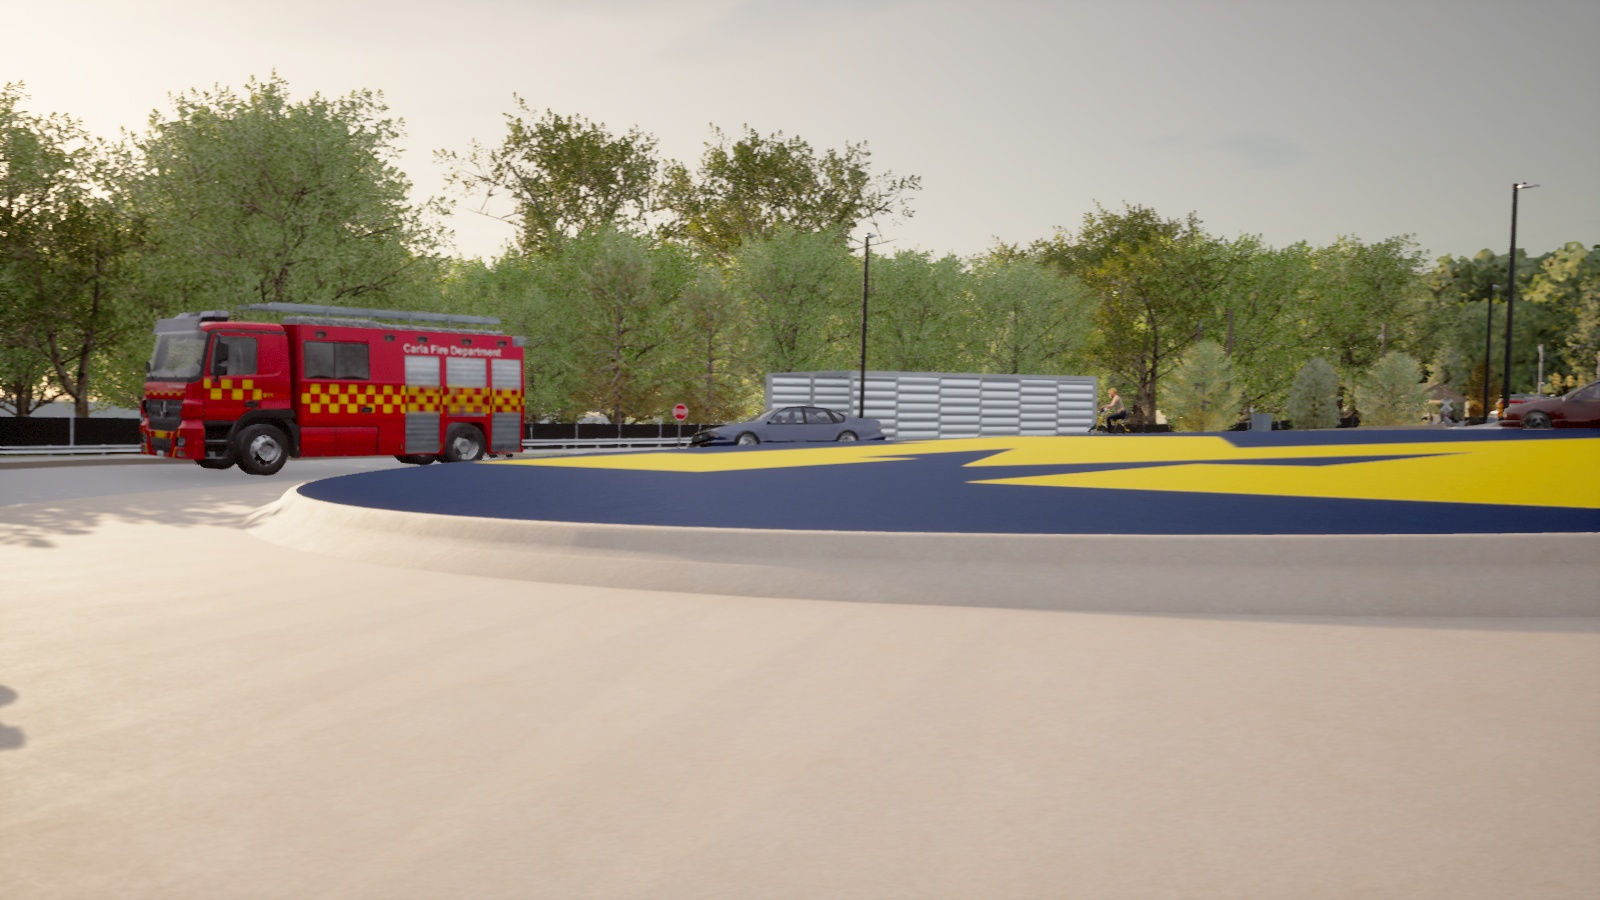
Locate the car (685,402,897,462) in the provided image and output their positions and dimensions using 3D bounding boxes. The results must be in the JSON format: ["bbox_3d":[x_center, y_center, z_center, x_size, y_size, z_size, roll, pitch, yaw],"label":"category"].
[{"bbox_3d":[-0.231,-0.473,34.158,5.357,1.411,2.033,-1,-4,-26],"label":"car"}]

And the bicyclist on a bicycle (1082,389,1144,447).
[{"bbox_3d":[9.090,-0.913,36.486,1.509,1.612,0.866,-2,0,32],"label":"bicyclist on a bicycle"}]

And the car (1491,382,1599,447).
[{"bbox_3d":[18.260,-0.759,27.436,2.033,1.411,5.357,1,1,-25],"label":"car"}]

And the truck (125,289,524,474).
[{"bbox_3d":[-11.022,-1.527,29.961,2.891,3.827,8.468,4,3,43],"label":"truck"}]
